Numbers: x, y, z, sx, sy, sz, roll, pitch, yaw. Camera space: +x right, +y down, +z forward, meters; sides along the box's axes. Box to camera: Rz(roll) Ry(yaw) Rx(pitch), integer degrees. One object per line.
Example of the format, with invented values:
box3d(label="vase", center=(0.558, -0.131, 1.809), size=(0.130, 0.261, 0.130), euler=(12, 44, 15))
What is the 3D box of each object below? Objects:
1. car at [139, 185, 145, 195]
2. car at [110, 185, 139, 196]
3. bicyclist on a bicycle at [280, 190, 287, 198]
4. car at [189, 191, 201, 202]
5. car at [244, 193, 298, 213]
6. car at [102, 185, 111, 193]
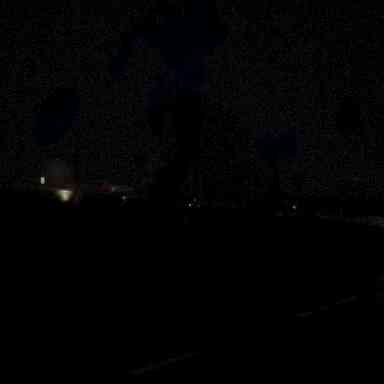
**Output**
box3d(label="car", center=(-9.499, -0.450, 54.879), size=(2.097, 1.767, 4.553), euler=(0, 2, -36))
box3d(label="car", center=(-10.481, -0.198, 51.283), size=(1.812, 1.442, 4.674), euler=(0, 2, -35))
box3d(label="bicyclist on a bicycle", center=(9.199, 0.665, 33.841), size=(1.656, 1.620, 0.582), euler=(0, 2, -35))
box3d(label="car", center=(-1.209, 0.395, 38.145), size=(2.033, 1.411, 5.357), euler=(0, 2, -35))
box3d(label="car", center=(6.411, 0.821, 27.436), size=(2.128, 1.511, 4.902), euler=(0, 2, -35))
box3d(label="car", center=(-15.413, -0.662, 63.177), size=(1.882, 1.535, 5.008), euler=(0, 2, -36))
